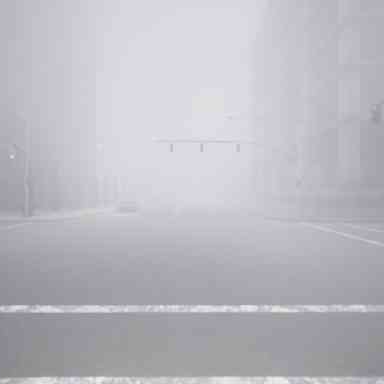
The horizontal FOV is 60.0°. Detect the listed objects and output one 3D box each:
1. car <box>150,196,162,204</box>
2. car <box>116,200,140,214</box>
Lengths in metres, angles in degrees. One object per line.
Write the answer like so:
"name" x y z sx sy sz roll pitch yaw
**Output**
"car" -6.741 1.414 62.124 2.128 1.511 4.902 0 0 0
"car" -6.845 1.584 36.058 1.994 1.385 4.181 0 0 0
